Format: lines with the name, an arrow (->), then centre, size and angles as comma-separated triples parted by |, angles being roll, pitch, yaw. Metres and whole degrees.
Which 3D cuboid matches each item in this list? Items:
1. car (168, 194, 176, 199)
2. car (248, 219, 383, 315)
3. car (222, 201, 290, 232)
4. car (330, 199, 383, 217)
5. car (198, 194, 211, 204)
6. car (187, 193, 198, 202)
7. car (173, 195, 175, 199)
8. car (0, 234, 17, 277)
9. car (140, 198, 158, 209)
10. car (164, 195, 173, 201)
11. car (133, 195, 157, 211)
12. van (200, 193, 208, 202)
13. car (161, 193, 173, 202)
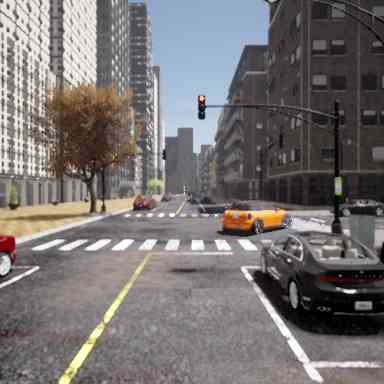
car -> -5.817, 1.399, 94.982 | 2.008, 1.369, 4.403 | 0, 0, 0
car -> 2.679, 1.531, 7.376 | 2.008, 1.369, 4.403 | 0, 0, 0
car -> 3.757, 1.295, 18.887 | 2.097, 1.767, 4.553 | -1, 0, 43
car -> 13.390, 1.278, 26.795 | 4.403, 1.369, 2.008 | -1, 1, -1
car -> 2.608, 1.444, 61.855 | 1.947, 1.339, 4.313 | 0, 0, 0
car -> -0.093, 1.467, 69.528 | 1.895, 1.301, 4.718 | 0, 0, 0
car -> -5.796, 1.175, 78.412 | 2.192, 1.841, 5.009 | 0, 0, 0
car -> -5.701, 1.525, 7.365 | 1.887, 1.381, 4.507 | 0, 0, 0
car -> -5.752, 1.470, 45.276 | 1.947, 1.339, 4.313 | 0, 0, 0
car -> -5.803, 1.406, 83.936 | 2.008, 1.369, 4.403 | 0, 0, 0
car -> -5.745, 1.229, 39.753 | 2.192, 1.841, 5.009 | 0, 0, 0
van -> 2.592, 1.206, 72.901 | 1.690, 1.788, 3.998 | 0, 0, 0
car -> -5.788, 1.431, 72.891 | 1.947, 1.339, 4.313 | 0, 0, 0
